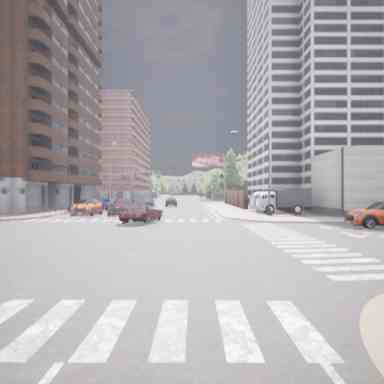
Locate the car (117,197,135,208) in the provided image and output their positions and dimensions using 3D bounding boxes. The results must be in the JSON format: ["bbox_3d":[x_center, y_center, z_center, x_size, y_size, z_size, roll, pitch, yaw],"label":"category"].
[{"bbox_3d":[-10.540,1.636,53.274,1.882,1.535,5.008,0,0,1],"label":"car"}]

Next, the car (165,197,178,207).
[{"bbox_3d":[-3.384,1.669,55.239,1.837,1.490,4.892,0,0,0],"label":"car"}]

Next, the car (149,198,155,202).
[{"bbox_3d":[-7.046,1.635,52.756,1.882,1.535,5.008,0,0,0],"label":"car"}]

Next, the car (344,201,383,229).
[{"bbox_3d":[12.102,1.359,20.979,4.553,1.767,2.097,0,0,0],"label":"car"}]

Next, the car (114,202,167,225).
[{"bbox_3d":[-3.698,1.673,24.971,1.895,1.301,4.718,0,0,13],"label":"car"}]

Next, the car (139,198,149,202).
[{"bbox_3d":[-7.074,1.632,42.709,1.837,1.490,4.892,0,0,0],"label":"car"}]

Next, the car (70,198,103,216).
[{"bbox_3d":[-10.577,1.452,33.585,2.097,1.767,4.553,0,0,0],"label":"car"}]

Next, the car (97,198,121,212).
[{"bbox_3d":[-10.573,1.605,42.809,1.882,1.535,5.008,0,0,0],"label":"car"}]

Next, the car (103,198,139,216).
[{"bbox_3d":[-7.052,1.452,33.576,2.097,1.767,4.553,0,0,0],"label":"car"}]
